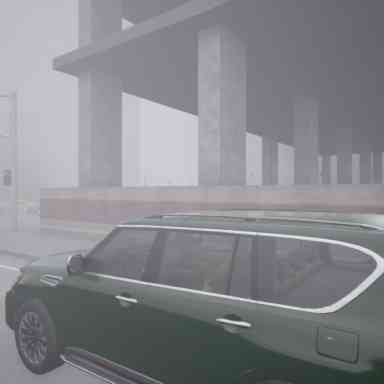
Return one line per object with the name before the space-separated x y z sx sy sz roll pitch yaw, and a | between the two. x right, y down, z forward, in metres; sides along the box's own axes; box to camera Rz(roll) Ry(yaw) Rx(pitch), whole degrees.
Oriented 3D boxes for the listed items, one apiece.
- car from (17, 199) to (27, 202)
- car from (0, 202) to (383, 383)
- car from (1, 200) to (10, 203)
car | -14.331 1.547 33.461 2.128 1.511 4.902 0 0 36
car | 0.066 1.221 3.937 5.566 2.045 2.150 0 0 36
car | -18.380 1.533 33.815 1.882 1.535 5.008 0 0 36
